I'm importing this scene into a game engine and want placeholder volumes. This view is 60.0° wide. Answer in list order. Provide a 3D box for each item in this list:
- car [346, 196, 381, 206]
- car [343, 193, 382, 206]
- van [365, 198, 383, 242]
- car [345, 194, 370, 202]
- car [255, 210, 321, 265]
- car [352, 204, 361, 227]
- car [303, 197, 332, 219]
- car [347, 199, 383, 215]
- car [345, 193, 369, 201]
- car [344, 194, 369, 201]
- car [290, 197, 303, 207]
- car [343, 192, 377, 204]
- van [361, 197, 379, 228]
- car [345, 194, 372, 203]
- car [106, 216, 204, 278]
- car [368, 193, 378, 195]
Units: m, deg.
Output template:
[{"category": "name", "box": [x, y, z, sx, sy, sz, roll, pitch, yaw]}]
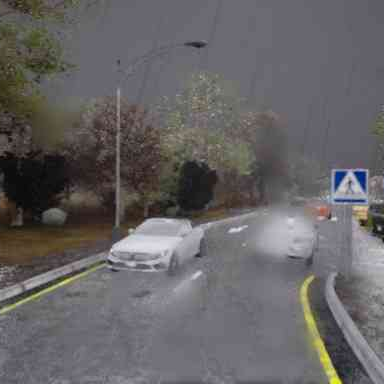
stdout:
[{"category": "car", "box": [28.712, 1.551, 55.805, 4.674, 1.452, 2.002, 1, 1, 4]}, {"category": "car", "box": [29.935, 1.246, 58.519, 5.566, 2.045, 2.435, 2, 1, 4]}, {"category": "van", "box": [10.511, 1.438, 14.676, 4.442, 1.987, 1.878, 2, 0, 4]}, {"category": "car", "box": [37.341, 1.305, 74.960, 4.553, 1.767, 2.185, 1, 1, 4]}, {"category": "car", "box": [3.538, 1.599, 12.104, 1.812, 1.442, 4.674, 1, 0, 23]}, {"category": "car", "box": [12.795, 1.702, 20.168, 5.008, 1.535, 2.097, 1, 1, 4]}, {"category": "car", "box": [11.850, 1.483, 30.917, 2.097, 1.767, 4.553, 1, 1, 24]}, {"category": "car", "box": [20.105, 1.631, 36.639, 4.892, 1.521, 2.231, 1, 1, 4]}, {"category": "car", "box": [39.874, 1.291, 80.419, 4.553, 1.767, 2.185, 1, 1, 4]}, {"category": "car", "box": [41.067, 1.409, 83.175, 5.008, 1.535, 2.097, 1, 0, 4]}, {"category": "car", "box": [16.071, 1.468, 50.218, 1.837, 1.490, 4.892, 1, 0, 24]}, {"category": "car", "box": [33.638, 1.209, 66.740, 5.566, 2.045, 2.435, 1, 1, 4]}, {"category": "van", "box": [11.713, 1.458, 17.425, 4.442, 1.987, 1.878, 2, 0, 4]}, {"category": "car", "box": [36.105, 1.314, 72.225, 4.553, 1.767, 2.185, 1, 1, 4]}, {"category": "car", "box": [-0.869, 1.534, 10.502, 1.812, 1.442, 4.674, 1, 0, 16]}, {"category": "car", "box": [26.279, 1.417, 50.322, 4.553, 1.767, 2.185, 1, 1, 4]}]
